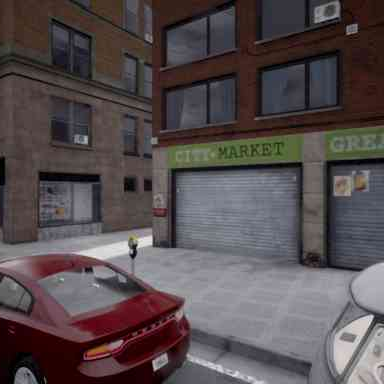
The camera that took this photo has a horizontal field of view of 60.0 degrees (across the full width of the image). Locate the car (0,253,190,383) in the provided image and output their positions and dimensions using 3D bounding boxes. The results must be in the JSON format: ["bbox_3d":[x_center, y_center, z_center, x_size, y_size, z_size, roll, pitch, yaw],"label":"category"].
[{"bbox_3d":[-2.127,1.544,4.592,4.507,1.381,1.887,0,0,35],"label":"car"}]

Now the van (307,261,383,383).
[{"bbox_3d":[2.482,1.341,1.306,3.998,1.788,1.690,0,0,35],"label":"van"}]
